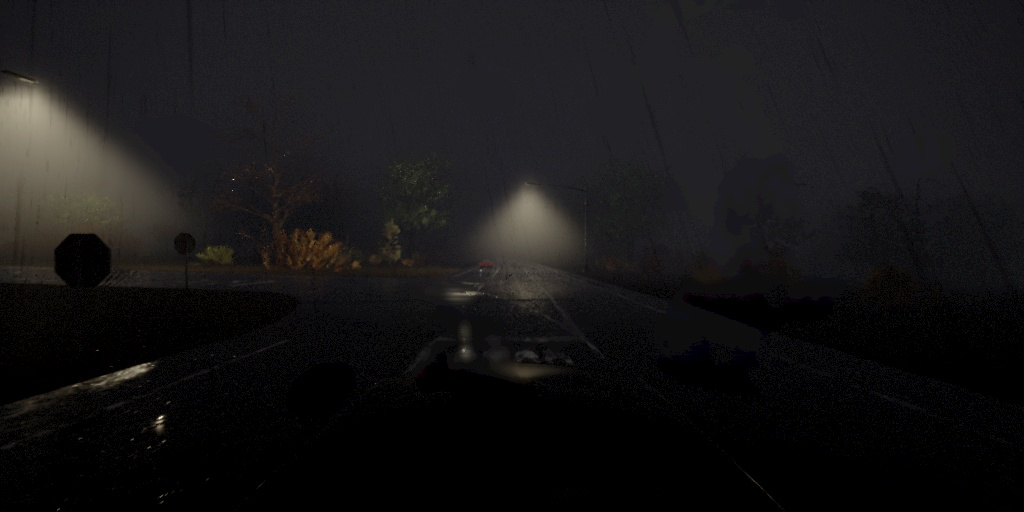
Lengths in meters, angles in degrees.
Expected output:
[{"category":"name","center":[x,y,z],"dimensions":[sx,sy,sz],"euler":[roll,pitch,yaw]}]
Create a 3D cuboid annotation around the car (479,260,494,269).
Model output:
[{"category":"car","center":[-3.619,1.198,50.714],"dimensions":[1.895,1.301,4.718],"euler":[0,0,0]}]
